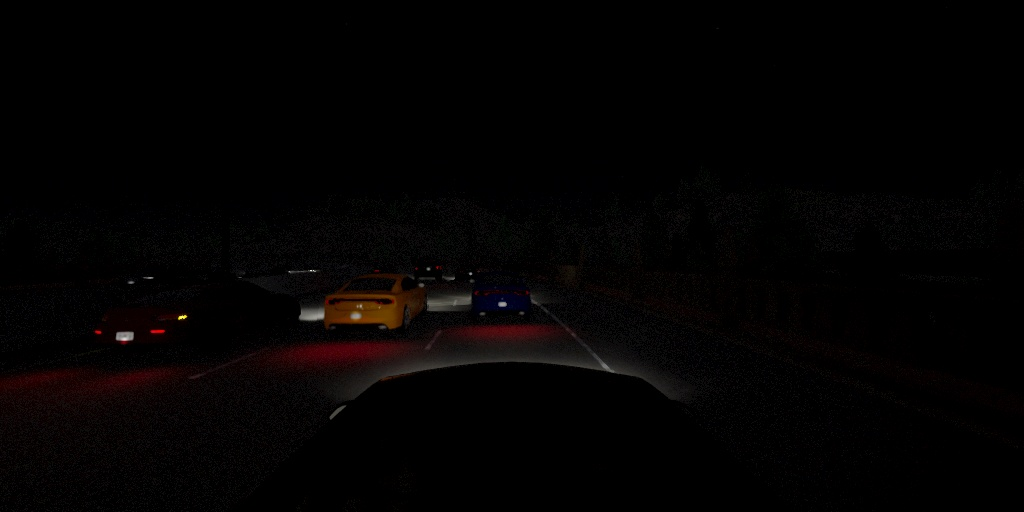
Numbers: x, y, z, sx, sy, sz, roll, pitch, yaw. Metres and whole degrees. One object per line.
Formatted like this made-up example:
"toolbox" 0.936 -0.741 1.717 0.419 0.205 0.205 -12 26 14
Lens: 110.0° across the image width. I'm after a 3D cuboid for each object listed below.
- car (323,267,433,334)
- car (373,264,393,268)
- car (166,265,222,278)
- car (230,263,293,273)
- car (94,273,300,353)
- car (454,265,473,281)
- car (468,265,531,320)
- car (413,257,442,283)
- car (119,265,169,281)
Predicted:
"car" -3.817 1.266 10.852 1.882 1.535 5.008 0 0 -4
"car" -10.777 1.387 30.210 2.128 1.511 4.902 0 0 -15
"car" -20.164 1.436 23.825 1.994 1.385 4.181 0 0 -14
"car" -16.668 1.395 24.314 1.812 1.442 4.674 0 0 -14
"car" -7.184 1.306 8.833 1.812 1.442 4.674 0 0 -3
"car" -3.936 1.456 31.605 1.994 1.385 4.181 0 0 -15
"car" -0.506 1.273 12.958 1.882 1.535 5.008 0 0 -5
"car" -7.082 1.110 30.053 2.150 2.045 5.566 0 0 -15
"car" -23.854 1.372 24.258 2.128 1.511 4.902 0 0 -15
